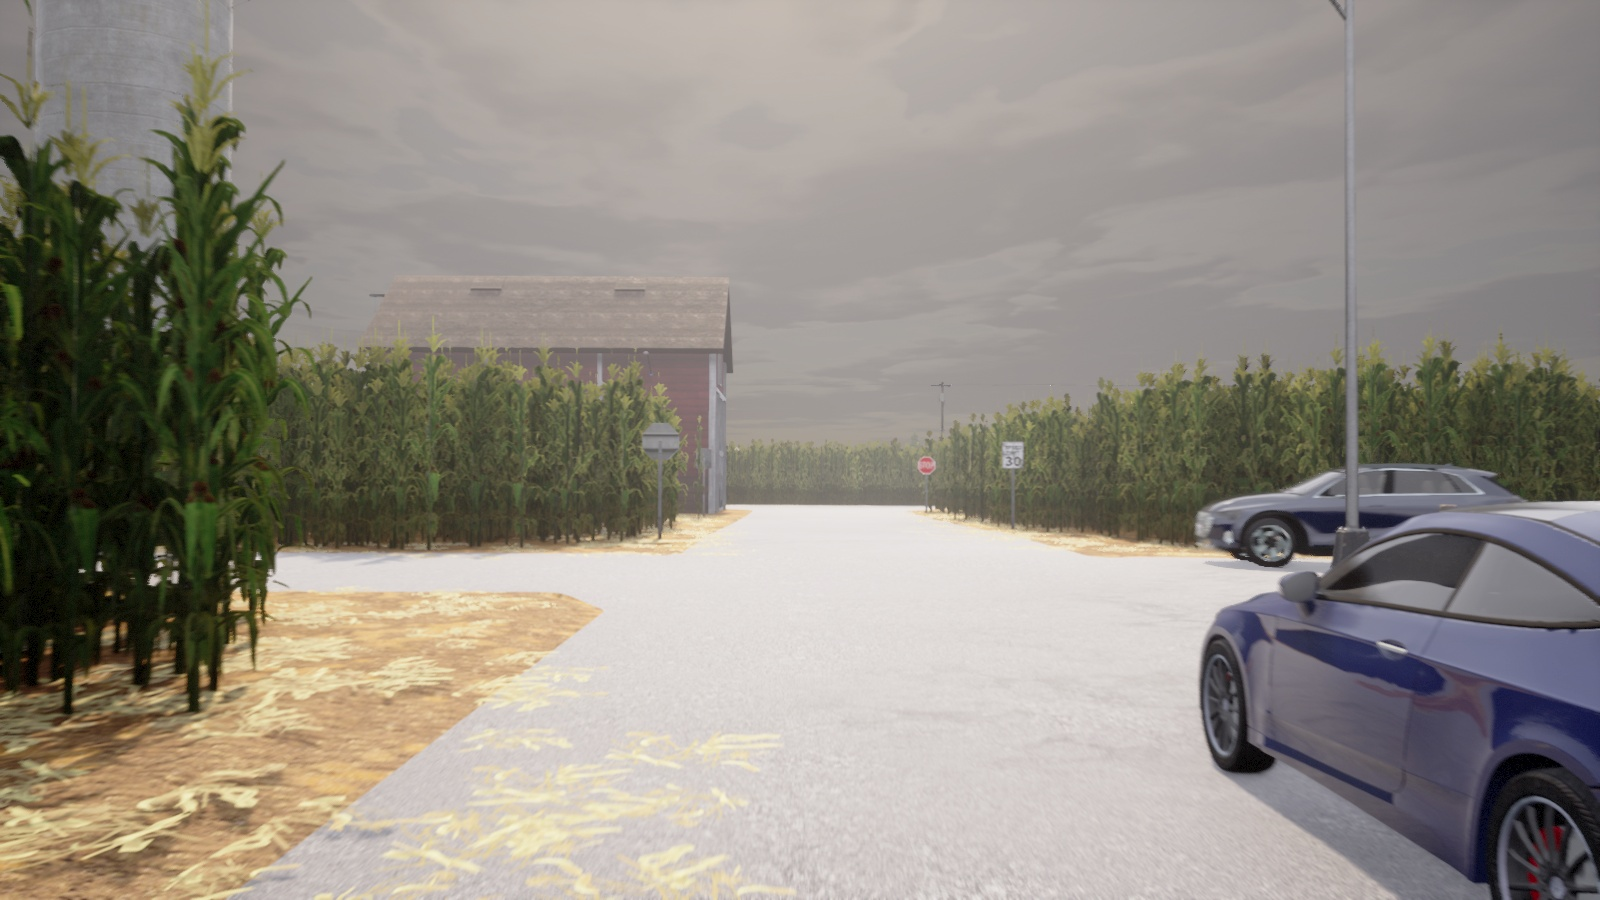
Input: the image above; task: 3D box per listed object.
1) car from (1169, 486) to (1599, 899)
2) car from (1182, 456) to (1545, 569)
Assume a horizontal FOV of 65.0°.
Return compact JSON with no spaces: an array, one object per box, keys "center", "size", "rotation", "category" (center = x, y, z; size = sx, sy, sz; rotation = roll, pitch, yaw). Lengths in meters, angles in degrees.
[{"center":[3.088,0.902,5.051],"size":[1.812,1.442,4.674],"rotation":[0,-1,0],"category":"car"},{"center":[8.722,0.940,19.871],"size":[4.856,1.649,2.033],"rotation":[0,-1,8],"category":"car"}]
